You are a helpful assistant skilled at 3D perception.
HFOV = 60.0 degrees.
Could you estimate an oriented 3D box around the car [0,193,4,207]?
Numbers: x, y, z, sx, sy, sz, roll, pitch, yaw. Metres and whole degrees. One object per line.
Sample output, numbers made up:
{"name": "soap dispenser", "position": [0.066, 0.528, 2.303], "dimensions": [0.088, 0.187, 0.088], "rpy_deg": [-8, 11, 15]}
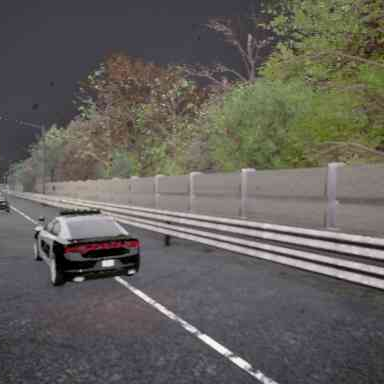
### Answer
{"name": "car", "position": [-23.108, 0.934, 38.782], "dimensions": [1.837, 1.490, 4.892], "rpy_deg": [0, 1, -32]}

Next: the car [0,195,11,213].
{"name": "car", "position": [-17.404, 1.064, 29.792], "dimensions": [1.837, 1.490, 4.892], "rpy_deg": [0, 1, -32]}

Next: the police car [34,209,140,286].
{"name": "police car", "position": [-3.178, 1.297, 9.344], "dimensions": [1.930, 1.638, 5.238], "rpy_deg": [0, 1, -32]}
